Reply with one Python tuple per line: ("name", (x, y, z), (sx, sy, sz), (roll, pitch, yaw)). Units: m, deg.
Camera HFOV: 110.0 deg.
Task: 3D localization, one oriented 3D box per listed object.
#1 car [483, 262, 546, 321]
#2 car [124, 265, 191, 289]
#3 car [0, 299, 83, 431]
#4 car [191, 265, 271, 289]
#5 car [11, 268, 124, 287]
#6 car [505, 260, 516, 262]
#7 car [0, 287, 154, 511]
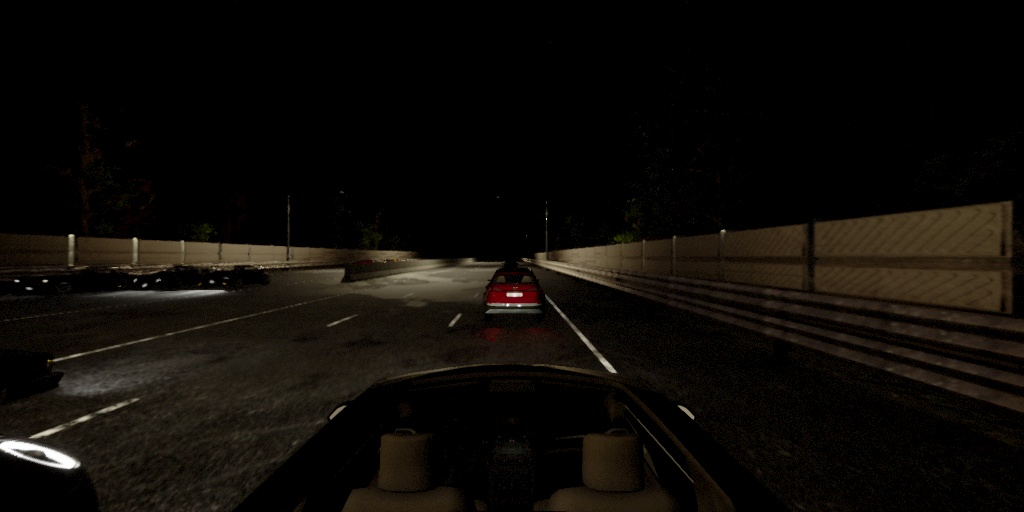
("car", (0.066, 1.183, 12.583), (2.033, 1.649, 4.856), (0, 0, 0))
("car", (-21.200, 1.306, 23.325), (2.033, 1.411, 5.357), (0, 0, -1))
("car", (-6.903, 1.299, 2.234), (2.033, 1.411, 5.357), (0, 0, 0))
("car", (-17.696, 1.322, 23.113), (1.994, 1.385, 4.181), (0, 0, -1))
("car", (-24.671, 1.359, 20.516), (1.895, 1.301, 4.718), (0, 0, -1))
("car", (-0.214, 1.265, 43.124), (1.837, 1.490, 4.892), (0, 0, -1))
("car", (-3.406, 1.101, 0.115), (2.097, 1.767, 4.553), (0, 0, 0))
